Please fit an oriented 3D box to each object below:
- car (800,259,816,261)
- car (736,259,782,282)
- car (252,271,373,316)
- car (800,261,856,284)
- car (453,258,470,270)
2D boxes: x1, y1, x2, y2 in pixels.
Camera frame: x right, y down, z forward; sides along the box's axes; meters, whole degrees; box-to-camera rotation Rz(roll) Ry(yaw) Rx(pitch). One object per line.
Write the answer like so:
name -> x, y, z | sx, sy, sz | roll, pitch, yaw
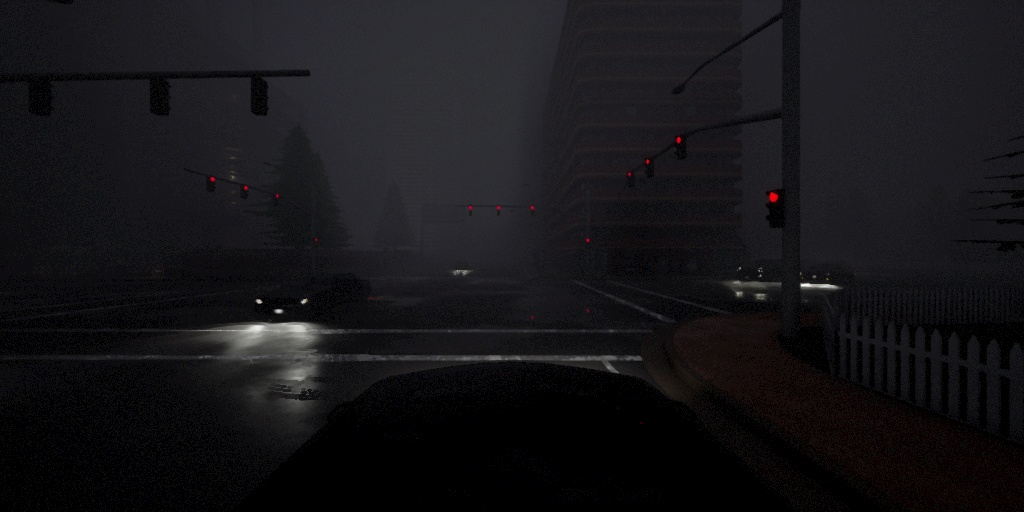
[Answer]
car -> 35.637, 1.138, 43.088 | 1.882, 1.535, 5.008 | 0, 0, 28
car -> 19.737, 1.024, 28.104 | 4.553, 1.767, 2.097 | 0, 0, -27
car -> -7.003, 1.281, 13.429 | 2.033, 1.411, 5.357 | 0, 0, 0
car -> 22.530, 1.239, 25.614 | 4.181, 1.385, 1.994 | 0, 0, -29
car -> -6.990, 1.324, 49.974 | 1.994, 1.385, 4.181 | 0, 1, 0
